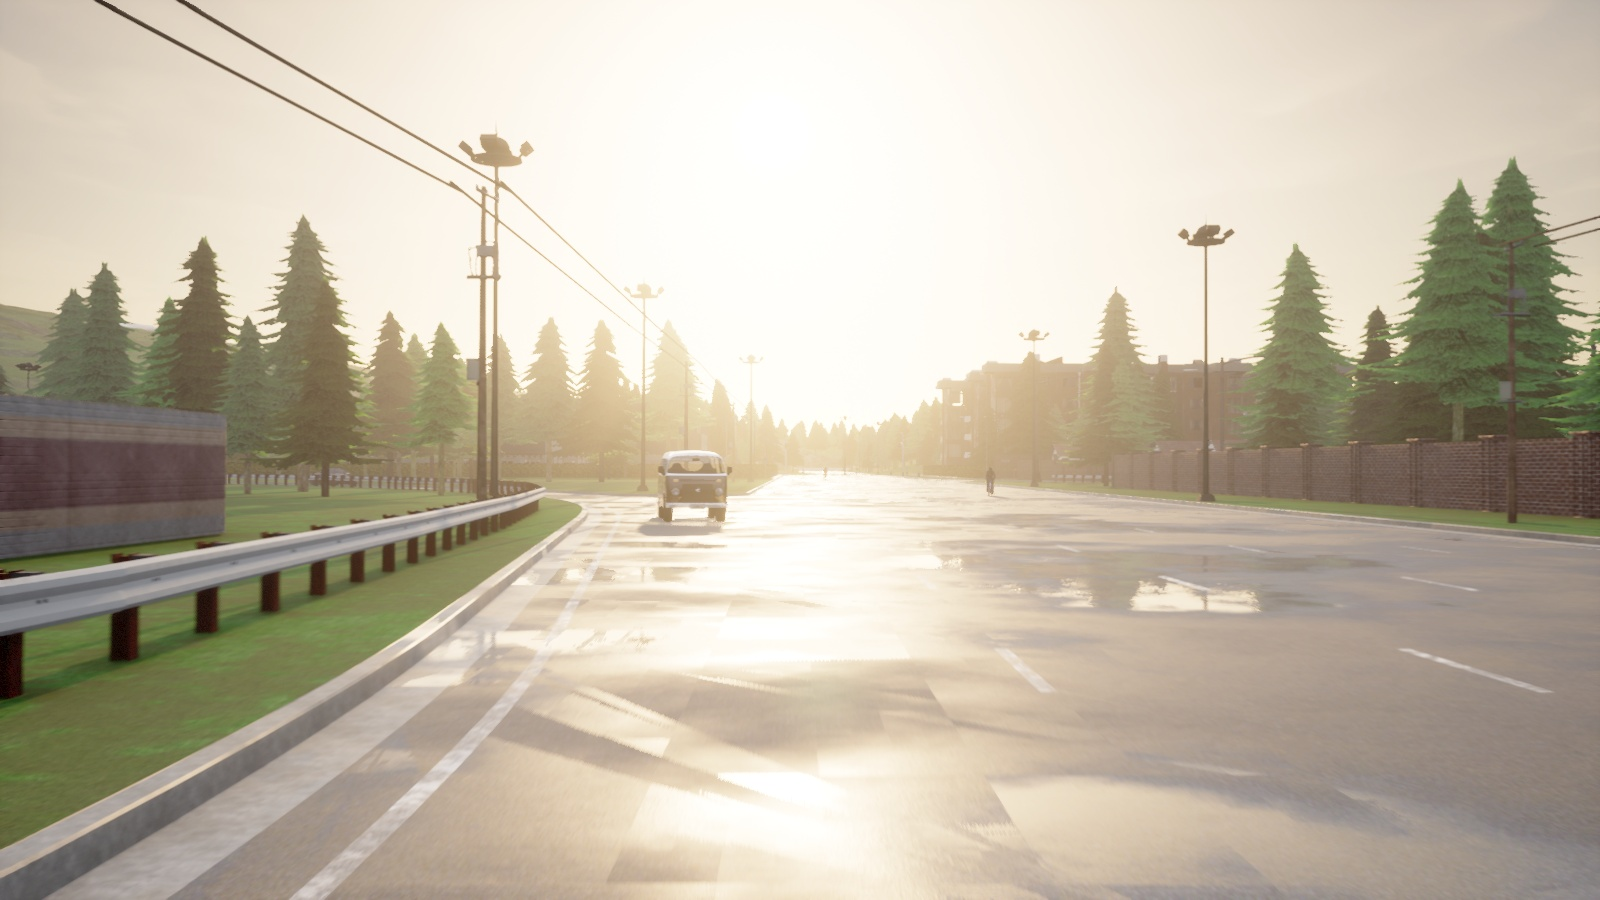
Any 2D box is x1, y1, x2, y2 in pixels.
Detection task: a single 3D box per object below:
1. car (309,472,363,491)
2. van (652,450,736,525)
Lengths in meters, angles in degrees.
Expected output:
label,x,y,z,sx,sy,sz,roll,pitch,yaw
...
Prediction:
label,x,y,z,sx,sy,sz,roll,pitch,yaw
car,-33.950,2.277,91.826,4.181,1.385,1.994,-1,-1,43
van,-3.163,1.051,36.660,2.069,2.038,4.480,0,-1,-10
